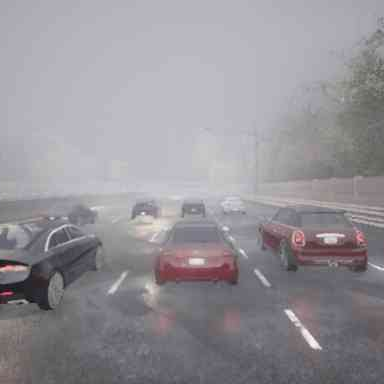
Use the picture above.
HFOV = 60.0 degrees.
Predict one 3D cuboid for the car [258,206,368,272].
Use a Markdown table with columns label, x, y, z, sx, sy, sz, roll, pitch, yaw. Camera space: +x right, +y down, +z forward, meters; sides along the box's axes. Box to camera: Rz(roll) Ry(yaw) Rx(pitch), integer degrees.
| label | x | y | z | sx | sy | sz | roll | pitch | yaw |
| --- | --- | --- | --- | --- | --- | --- | --- | --- | --- |
| car | 3.502 | 1.223 | 10.515 | 2.097 | 1.767 | 4.553 | 0 | 1 | 0 |

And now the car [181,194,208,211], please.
| label | x | y | z | sx | sy | sz | roll | pitch | yaw |
| --- | --- | --- | --- | --- | --- | --- | --- | --- | --- |
| car | 0.109 | 1.160 | 27.025 | 1.882 | 1.535 | 5.008 | 0 | 1 | 0 |

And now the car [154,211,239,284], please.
| label | x | y | z | sx | sy | sz | roll | pitch | yaw |
| --- | --- | --- | --- | --- | --- | --- | --- | --- | --- |
| car | 0.103 | 1.454 | 9.217 | 1.994 | 1.385 | 4.181 | 0 | 1 | 0 |

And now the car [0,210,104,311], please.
| label | x | y | z | sx | sy | sz | roll | pitch | yaw |
| --- | --- | --- | --- | --- | --- | --- | --- | --- | --- |
| car | -3.399 | 1.401 | 7.502 | 2.128 | 1.511 | 4.902 | 0 | 1 | 0 |

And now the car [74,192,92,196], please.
| label | x | y | z | sx | sy | sz | roll | pitch | yaw |
| --- | --- | --- | --- | --- | --- | --- | --- | --- | --- |
| car | -20.983 | 0.734 | 65.340 | 1.837 | 1.490 | 4.892 | 0 | 1 | 0 |

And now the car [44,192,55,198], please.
| label | x | y | z | sx | sy | sz | roll | pitch | yaw |
| --- | --- | --- | --- | --- | --- | --- | --- | --- | --- |
| car | -27.981 | 0.727 | 67.114 | 1.837 | 1.490 | 4.892 | 0 | 1 | 0 |

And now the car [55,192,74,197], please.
| label | x | y | z | sx | sy | sz | roll | pitch | yaw |
| --- | --- | --- | --- | --- | --- | --- | --- | --- | --- |
| car | -24.482 | 0.712 | 65.301 | 1.882 | 1.535 | 5.008 | 0 | 1 | 0 |

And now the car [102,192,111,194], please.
| label | x | y | z | sx | sy | sz | roll | pitch | yaw |
| --- | --- | --- | --- | --- | --- | --- | --- | --- | --- |
| car | -17.481 | 0.719 | 68.143 | 1.812 | 1.442 | 4.674 | 0 | 1 | 0 |

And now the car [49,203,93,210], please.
| label | x | y | z | sx | sy | sz | roll | pitch | yaw |
| --- | --- | --- | --- | --- | --- | --- | --- | --- | --- |
| car | -6.894 | 1.324 | 18.925 | 2.033 | 1.411 | 5.357 | 0 | 1 | 0 |

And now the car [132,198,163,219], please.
| label | x | y | z | sx | sy | sz | roll | pitch | yaw |
| --- | --- | --- | --- | --- | --- | --- | --- | --- | --- |
| car | -3.392 | 1.205 | 25.441 | 1.837 | 1.490 | 4.892 | 0 | 1 | 0 |

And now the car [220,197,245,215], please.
| label | x | y | z | sx | sy | sz | roll | pitch | yaw |
| --- | --- | --- | --- | --- | --- | --- | --- | --- | --- |
| car | 3.506 | 1.180 | 29.231 | 1.812 | 1.442 | 4.674 | 0 | 1 | 0 |
